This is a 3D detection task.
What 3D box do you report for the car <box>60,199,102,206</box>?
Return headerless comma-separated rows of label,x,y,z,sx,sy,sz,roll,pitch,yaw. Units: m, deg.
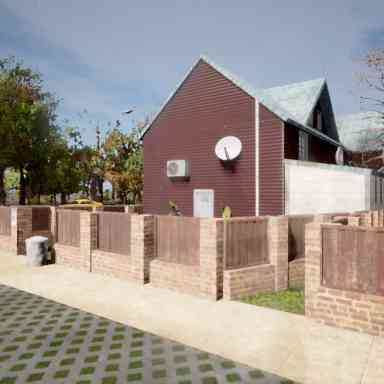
car,-11.765,1.565,34.819,1.882,1.535,5.008,0,0,36
